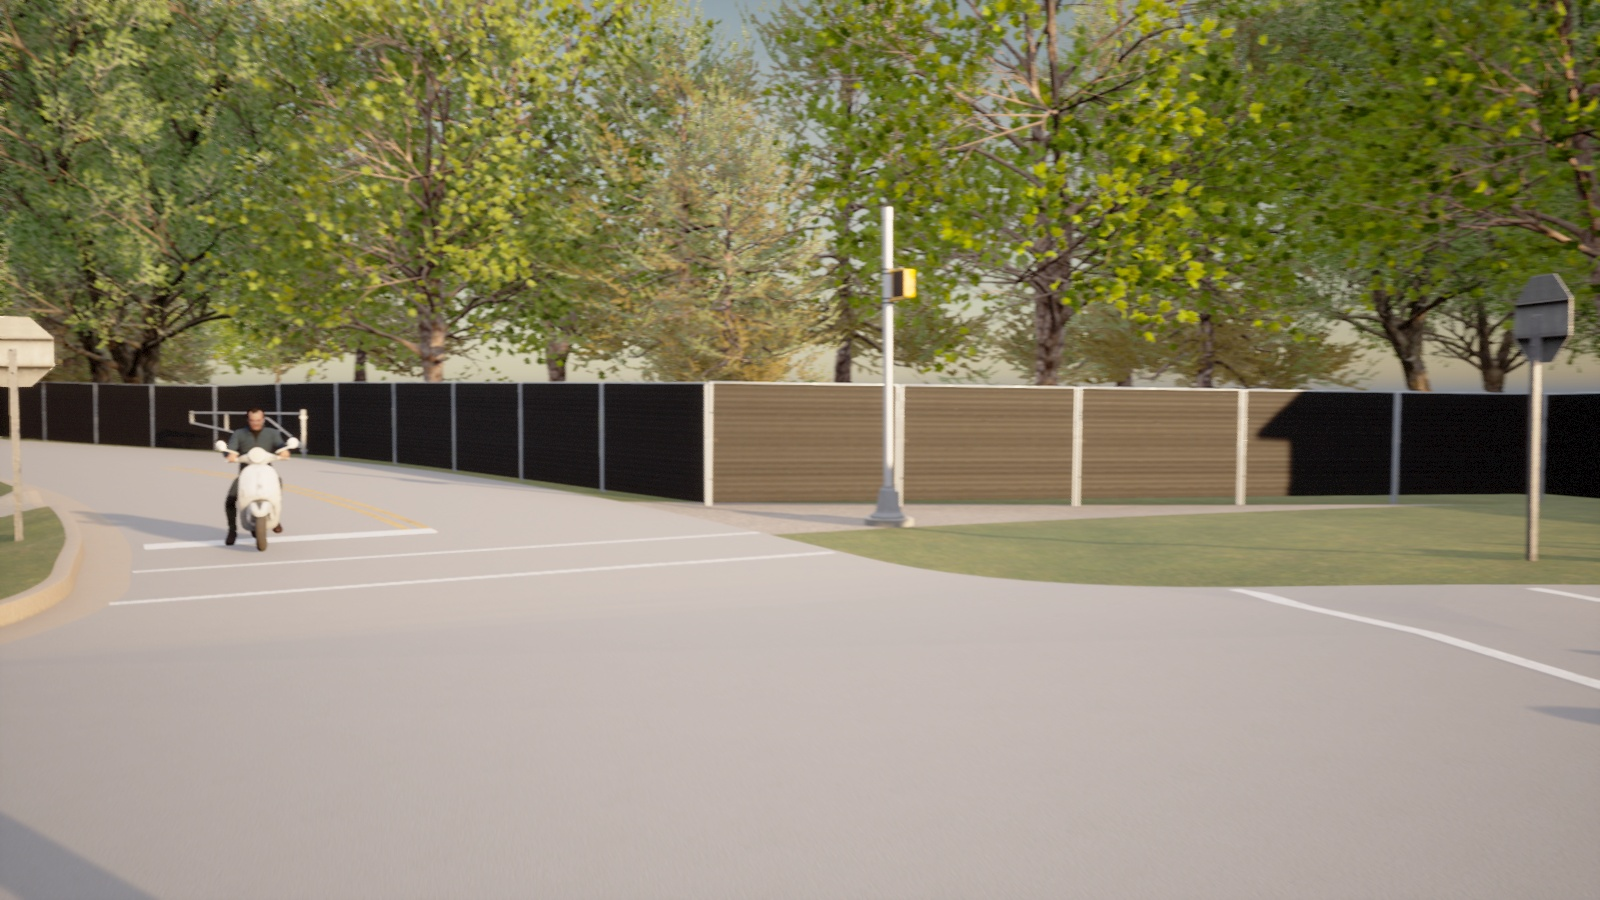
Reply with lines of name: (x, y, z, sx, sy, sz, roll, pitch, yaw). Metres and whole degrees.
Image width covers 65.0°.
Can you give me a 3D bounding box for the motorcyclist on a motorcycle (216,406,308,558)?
motorcyclist on a motorcycle: (-6.254, 0.314, 14.543, 0.866, 1.590, 1.817, -2, 4, -26)
